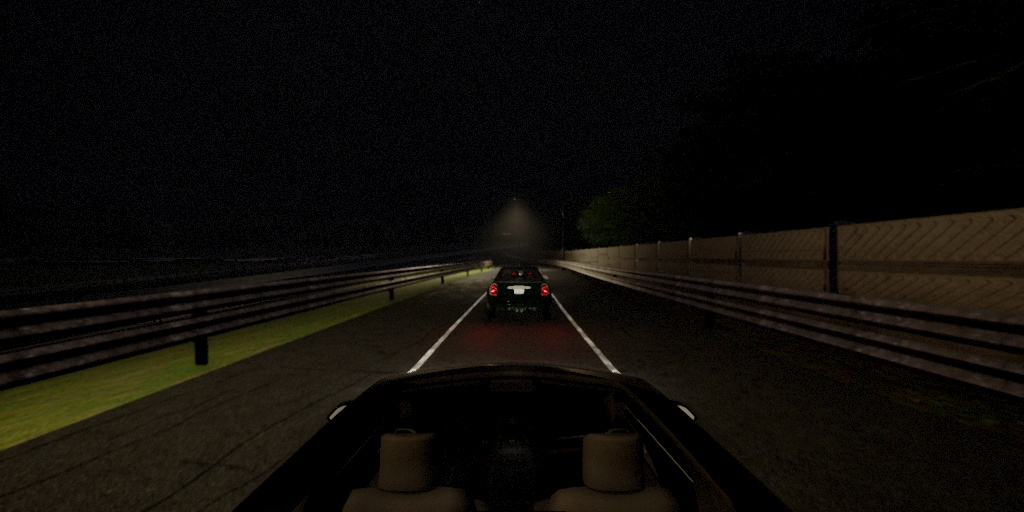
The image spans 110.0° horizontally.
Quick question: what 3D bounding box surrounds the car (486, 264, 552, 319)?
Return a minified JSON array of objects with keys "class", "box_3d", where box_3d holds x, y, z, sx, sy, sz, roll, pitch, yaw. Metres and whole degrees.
[{"class":"car","box_3d":[0.280,1.120,13.126,2.097,1.767,4.553,0,0,2]}]
